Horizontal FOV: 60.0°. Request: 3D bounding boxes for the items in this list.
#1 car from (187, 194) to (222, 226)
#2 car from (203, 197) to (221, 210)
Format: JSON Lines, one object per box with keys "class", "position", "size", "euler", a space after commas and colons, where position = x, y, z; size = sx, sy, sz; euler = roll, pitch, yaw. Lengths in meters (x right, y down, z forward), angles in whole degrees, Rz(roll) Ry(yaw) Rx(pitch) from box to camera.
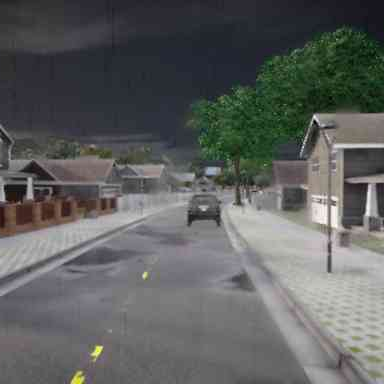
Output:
{"class": "car", "position": [0.889, 1.140, 22.917], "size": [2.150, 2.045, 5.566], "euler": [0, 0, 4]}
{"class": "car", "position": [2.598, 1.377, 42.072], "size": [2.128, 1.511, 4.902], "euler": [0, 0, 6]}
